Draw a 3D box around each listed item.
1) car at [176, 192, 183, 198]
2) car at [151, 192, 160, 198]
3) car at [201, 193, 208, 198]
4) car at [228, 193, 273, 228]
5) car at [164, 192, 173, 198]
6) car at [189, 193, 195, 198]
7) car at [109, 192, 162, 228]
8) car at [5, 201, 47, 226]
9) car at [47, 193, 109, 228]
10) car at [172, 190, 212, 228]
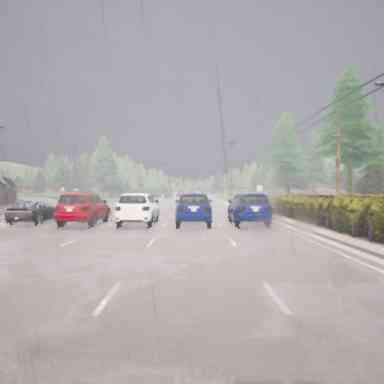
[{"bbox_3d":[-3.493,0.907,94.462,1.882,1.535,5.008,0,0,0],"label":"car"},{"bbox_3d":[-10.493,0.783,94.849,2.097,1.767,4.553,0,0,0],"label":"car"},{"bbox_3d":[3.507,0.953,94.462,1.812,1.442,4.674,0,0,0],"label":"car"},{"bbox_3d":[3.602,1.093,21.366,2.150,2.045,5.566,0,0,0],"label":"car"},{"bbox_3d":[-6.993,0.969,94.463,2.033,1.411,5.357,0,0,0],"label":"car"},{"bbox_3d":[0.007,0.953,94.462,1.812,1.442,4.674,0,0,0],"label":"car"},{"bbox_3d":[-3.400,1.093,21.358,2.150,2.045,5.566,0,0,0],"label":"car"},{"bbox_3d":[-10.398,1.359,22.169,2.128,1.511,4.902,0,0,0],"label":"car"},{"bbox_3d":[-6.900,1.093,21.421,2.150,2.045,5.566,0,0,0],"label":"car"},{"bbox_3d":[0.101,1.093,21.416,2.150,2.045,5.566,0,0,0],"label":"car"}]
